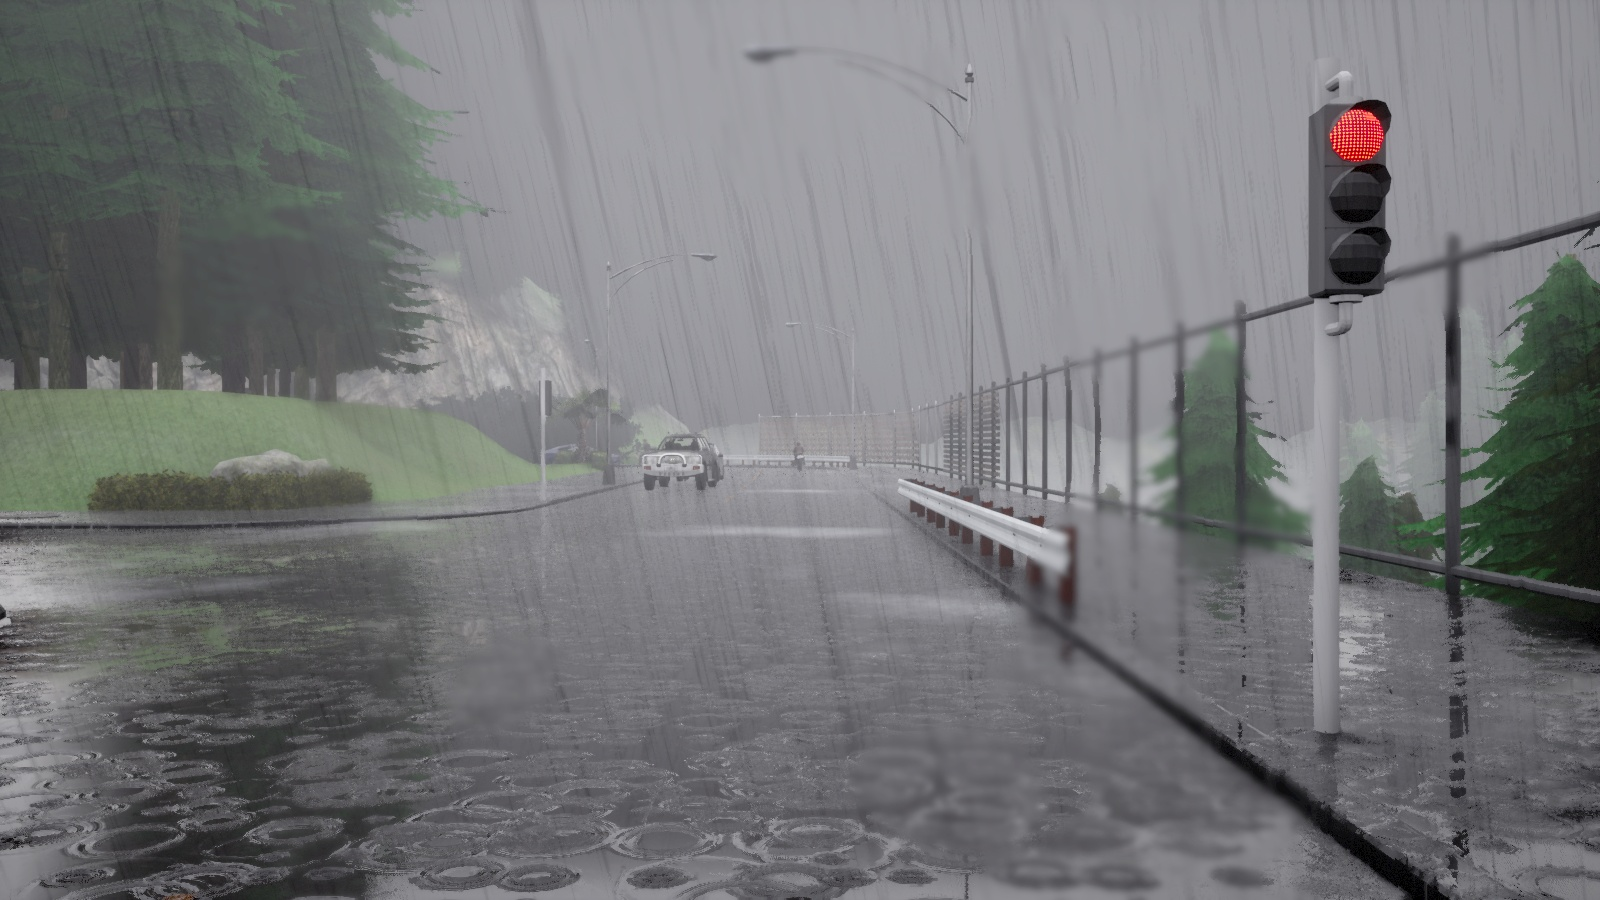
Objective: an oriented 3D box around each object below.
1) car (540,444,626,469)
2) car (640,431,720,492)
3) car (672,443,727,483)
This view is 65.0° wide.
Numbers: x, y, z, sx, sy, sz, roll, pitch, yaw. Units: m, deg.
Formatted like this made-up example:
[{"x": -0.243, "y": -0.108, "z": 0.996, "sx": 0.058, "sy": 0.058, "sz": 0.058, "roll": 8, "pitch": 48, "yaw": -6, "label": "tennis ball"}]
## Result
[{"x": -12.659, "y": 0.348, "z": 73.445, "sx": 4.674, "sy": 1.442, "sz": 1.812, "roll": 0, "pitch": 0, "yaw": 0, "label": "car"}, {"x": -3.834, "y": 0.330, "z": 40.803, "sx": 1.932, "sy": 1.855, "sz": 4.605, "roll": 0, "pitch": 0, "yaw": 3, "label": "car"}, {"x": -3.912, "y": 0.478, "z": 49.425, "sx": 1.845, "sy": 1.501, "sz": 3.633, "roll": 0, "pitch": 0, "yaw": 0, "label": "car"}]
